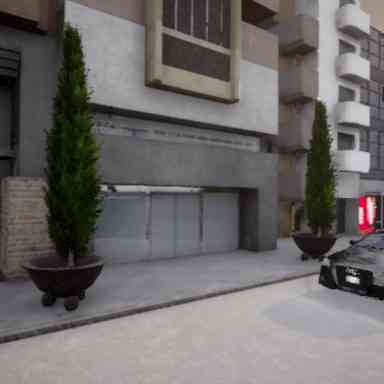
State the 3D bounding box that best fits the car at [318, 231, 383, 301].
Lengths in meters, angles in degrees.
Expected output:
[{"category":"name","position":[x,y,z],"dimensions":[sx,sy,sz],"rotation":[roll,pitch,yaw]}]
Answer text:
[{"category":"car","position":[4.990,1.683,8.124],"dimensions":[4.181,1.385,1.994],"rotation":[1,-1,-36]}]
